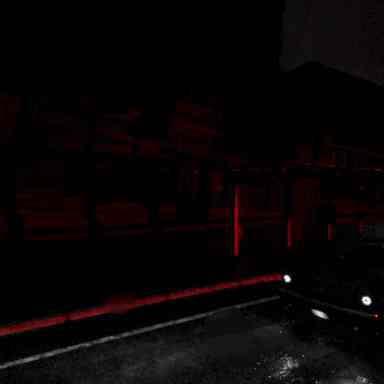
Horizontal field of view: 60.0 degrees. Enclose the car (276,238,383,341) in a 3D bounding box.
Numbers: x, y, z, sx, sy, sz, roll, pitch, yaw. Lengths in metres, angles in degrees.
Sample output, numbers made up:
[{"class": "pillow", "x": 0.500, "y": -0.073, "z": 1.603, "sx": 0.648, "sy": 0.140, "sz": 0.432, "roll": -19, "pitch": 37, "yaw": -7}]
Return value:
[{"class": "car", "x": 3.890, "y": 1.636, "z": 6.477, "sx": 4.718, "sy": 1.301, "sz": 1.895, "roll": 0, "pitch": 0, "yaw": -33}]
